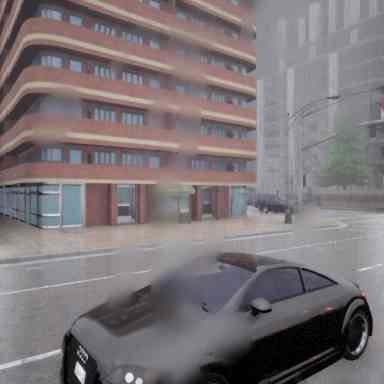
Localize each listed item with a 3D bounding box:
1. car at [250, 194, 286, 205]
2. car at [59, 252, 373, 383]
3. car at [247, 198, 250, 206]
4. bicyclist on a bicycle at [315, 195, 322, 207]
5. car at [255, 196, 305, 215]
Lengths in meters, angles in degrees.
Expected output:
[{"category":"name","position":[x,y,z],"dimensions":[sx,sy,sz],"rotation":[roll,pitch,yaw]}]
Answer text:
[{"category":"car","position":[9.692,1.222,37.735],"dimensions":[2.150,2.045,5.566],"rotation":[0,0,-36]},{"category":"car","position":[0.533,1.564,4.378],"dimensions":[4.181,1.385,1.994],"rotation":[0,0,-36]},{"category":"car","position":[7.361,1.477,53.070],"dimensions":[1.882,1.535,5.008],"rotation":[0,0,-36]},{"category":"bicyclist on a bicycle","position":[17.805,1.301,46.934],"dimensions":[1.656,1.620,0.582],"rotation":[0,0,-36]},{"category":"car","position":[8.866,1.491,32.937],"dimensions":[2.128,1.511,4.902],"rotation":[0,0,-36]}]
